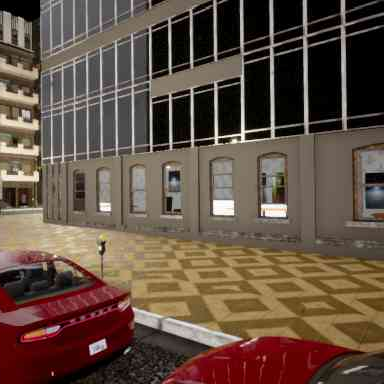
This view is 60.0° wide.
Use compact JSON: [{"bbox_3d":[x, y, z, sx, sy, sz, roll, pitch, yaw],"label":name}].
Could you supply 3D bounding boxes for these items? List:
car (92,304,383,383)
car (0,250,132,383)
[{"bbox_3d":[1.738,1.545,1.645,4.507,1.381,1.887,0,-1,36],"label":"car"},{"bbox_3d":[-2.832,1.546,4.912,4.507,1.381,1.887,0,-1,36],"label":"car"}]
